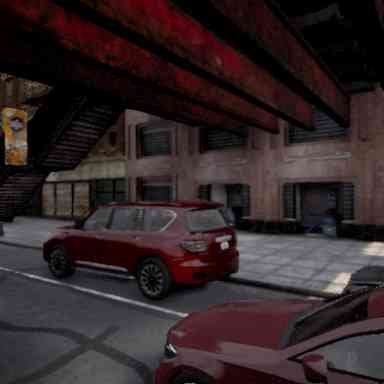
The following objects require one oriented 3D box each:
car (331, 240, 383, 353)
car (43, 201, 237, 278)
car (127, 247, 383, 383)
[{"bbox_3d":[4.581,1.588,4.466,4.718,1.301,1.895,0,0,34],"label":"car"},{"bbox_3d":[-1.517,1.257,8.656,5.566,2.045,2.435,0,0,34],"label":"car"},{"bbox_3d":[1.819,1.525,2.689,4.674,1.442,1.812,-1,0,35],"label":"car"}]
